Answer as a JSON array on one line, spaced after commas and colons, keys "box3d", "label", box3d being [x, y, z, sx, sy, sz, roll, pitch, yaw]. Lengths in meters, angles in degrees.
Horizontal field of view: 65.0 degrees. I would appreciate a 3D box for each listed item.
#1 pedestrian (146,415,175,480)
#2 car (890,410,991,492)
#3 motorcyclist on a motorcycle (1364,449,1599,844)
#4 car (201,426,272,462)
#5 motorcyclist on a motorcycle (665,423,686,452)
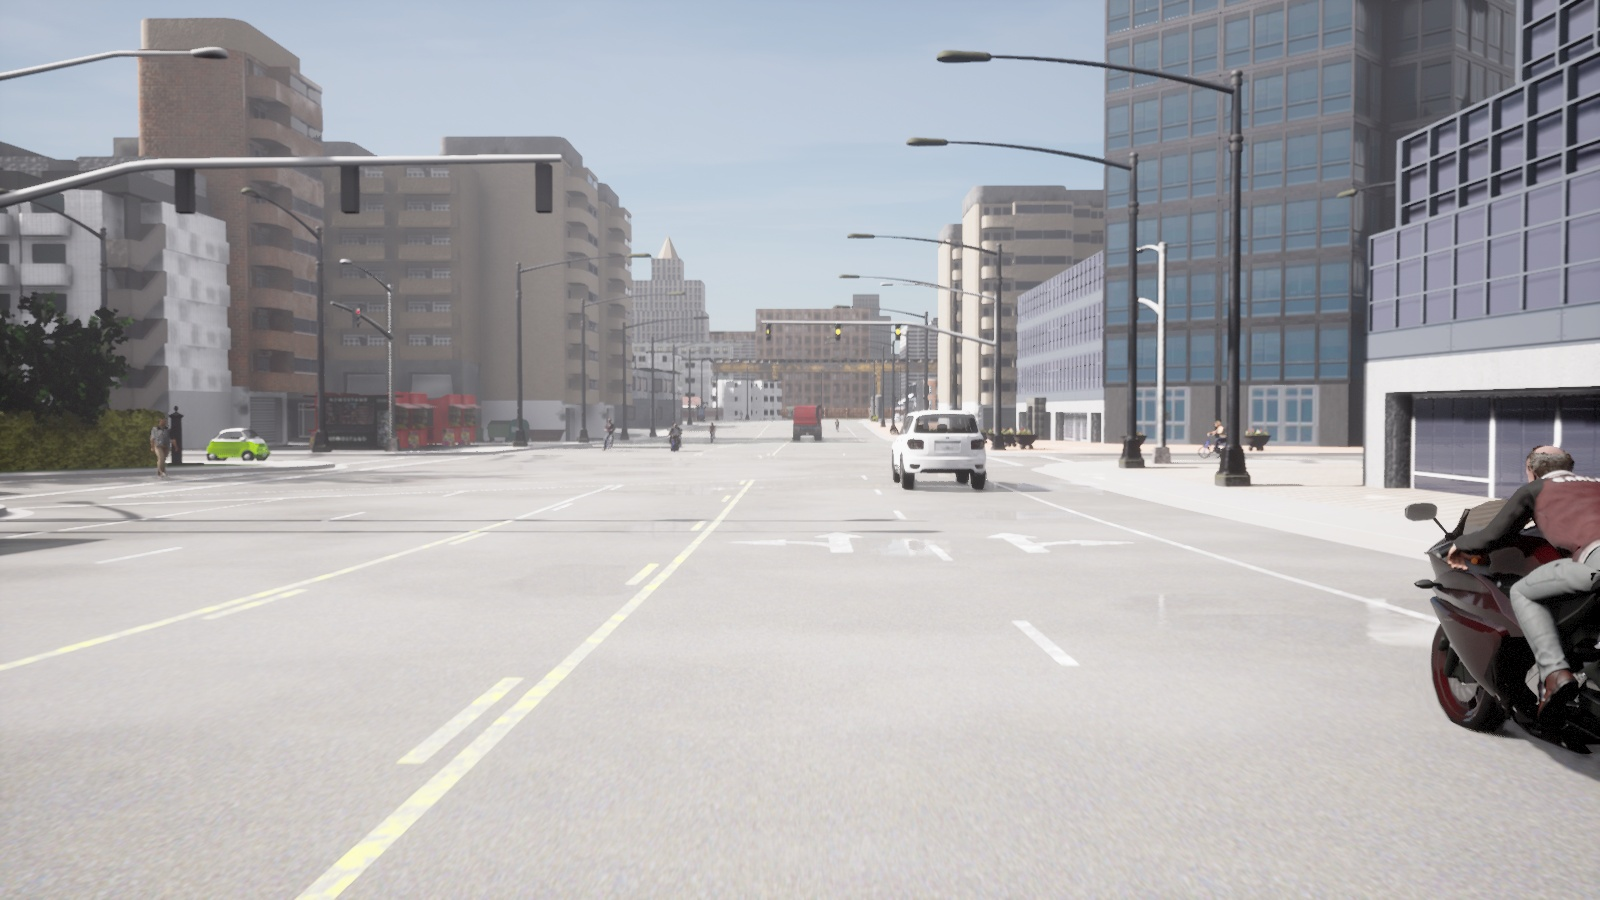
[{"box3d": [-18.562, -0.089, 36.451, 0.694, 1.848, 0.540, 2, 3, 43], "label": "pedestrian"}, {"box3d": [3.712, -0.055, 34.113, 2.150, 2.045, 5.566, 0, 2, 0], "label": "car"}, {"box3d": [3.549, 0.762, 5.852, 0.866, 1.530, 2.191, 0, 0, 0], "label": "motorcyclist on a motorcycle"}, {"box3d": [-22.756, -0.246, 50.762, 2.207, 1.376, 1.481, 0, 2, 1], "label": "car"}, {"box3d": [-6.603, -0.664, 66.631, 0.866, 1.530, 2.191, 0, 1, 0], "label": "motorcyclist on a motorcycle"}]
